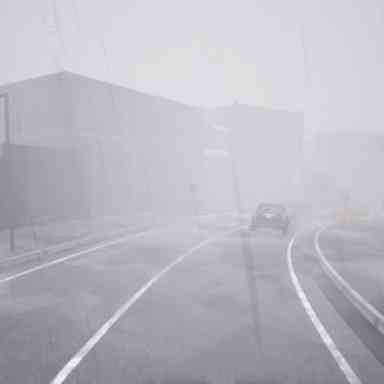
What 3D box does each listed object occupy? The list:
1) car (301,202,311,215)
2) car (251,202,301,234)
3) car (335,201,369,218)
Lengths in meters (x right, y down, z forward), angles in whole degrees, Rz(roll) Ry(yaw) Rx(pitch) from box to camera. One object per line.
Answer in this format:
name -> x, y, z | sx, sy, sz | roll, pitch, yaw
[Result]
car -> 10.714, 1.685, 35.000 | 1.895, 1.301, 4.718 | 5, 2, 44
car -> 5.100, 1.415, 20.259 | 2.097, 1.767, 4.553 | 3, 1, 24
car -> 17.545, 1.824, 36.319 | 4.553, 1.767, 2.097 | 2, 2, -41
